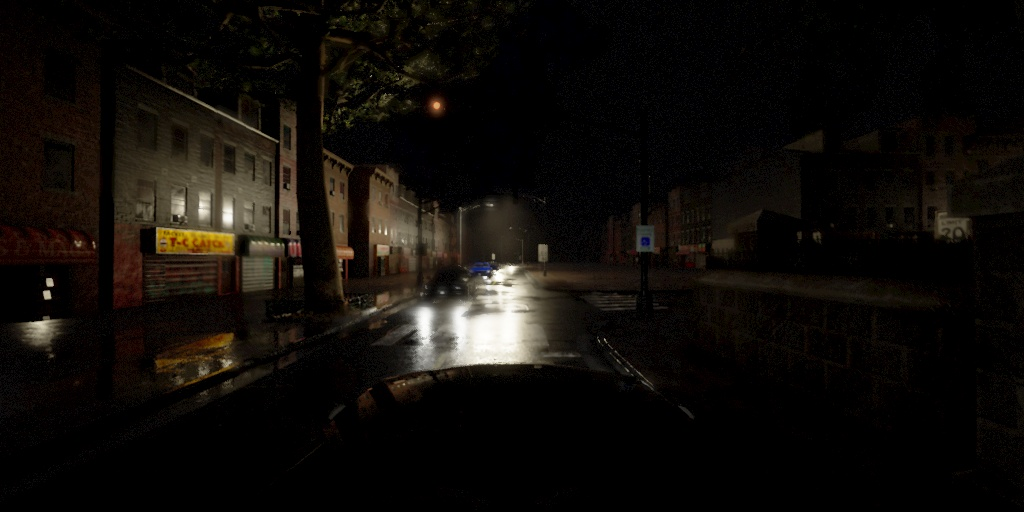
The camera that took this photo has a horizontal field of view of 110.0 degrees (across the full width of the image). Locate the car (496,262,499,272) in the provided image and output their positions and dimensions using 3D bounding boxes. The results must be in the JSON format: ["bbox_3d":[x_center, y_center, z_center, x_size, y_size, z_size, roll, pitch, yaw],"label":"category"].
[{"bbox_3d":[-2.767,1.469,49.194,1.895,1.301,4.718,0,0,0],"label":"car"}]

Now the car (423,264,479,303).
[{"bbox_3d":[-2.830,1.282,16.982,1.837,1.490,4.892,0,-1,0],"label":"car"}]

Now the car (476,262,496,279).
[{"bbox_3d":[-2.803,1.341,33.777,1.812,1.442,4.674,0,0,0],"label":"car"}]
